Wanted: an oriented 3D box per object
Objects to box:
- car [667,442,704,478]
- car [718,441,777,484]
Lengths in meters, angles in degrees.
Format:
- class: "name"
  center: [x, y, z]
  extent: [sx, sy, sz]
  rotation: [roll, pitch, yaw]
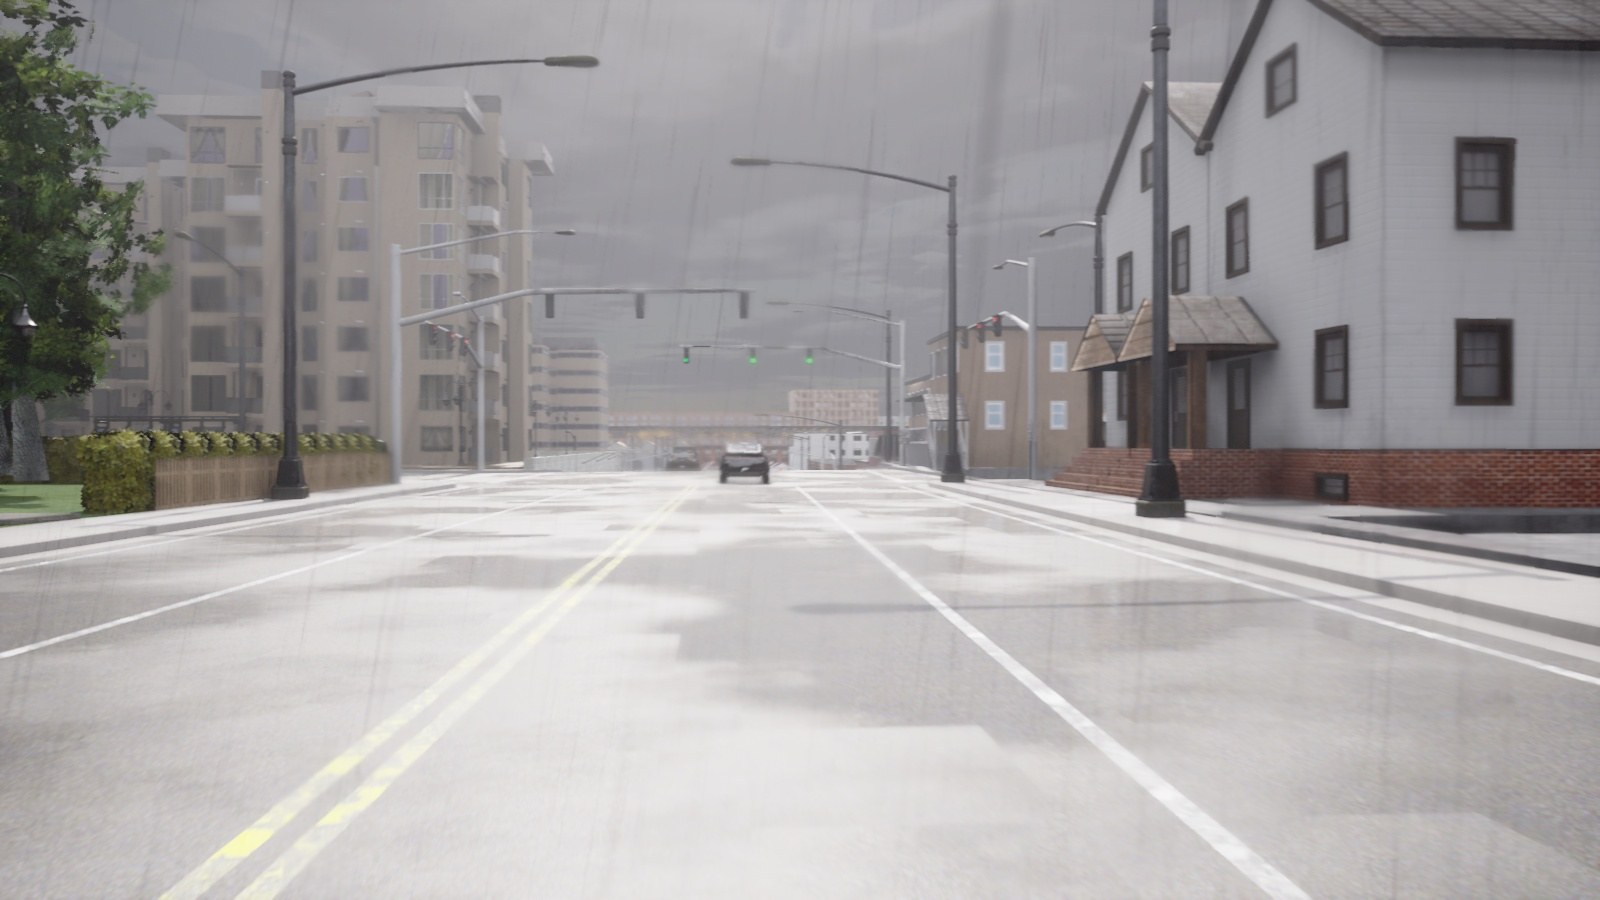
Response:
- class: "car"
  center: [-6.564, 0.602, 72.357]
  extent: [1.905, 1.878, 3.866]
  rotation: [0, -4, -3]
- class: "car"
  center: [-2.018, 0.431, 47.924]
  extent: [2.128, 1.511, 4.902]
  rotation: [0, 1, -2]
